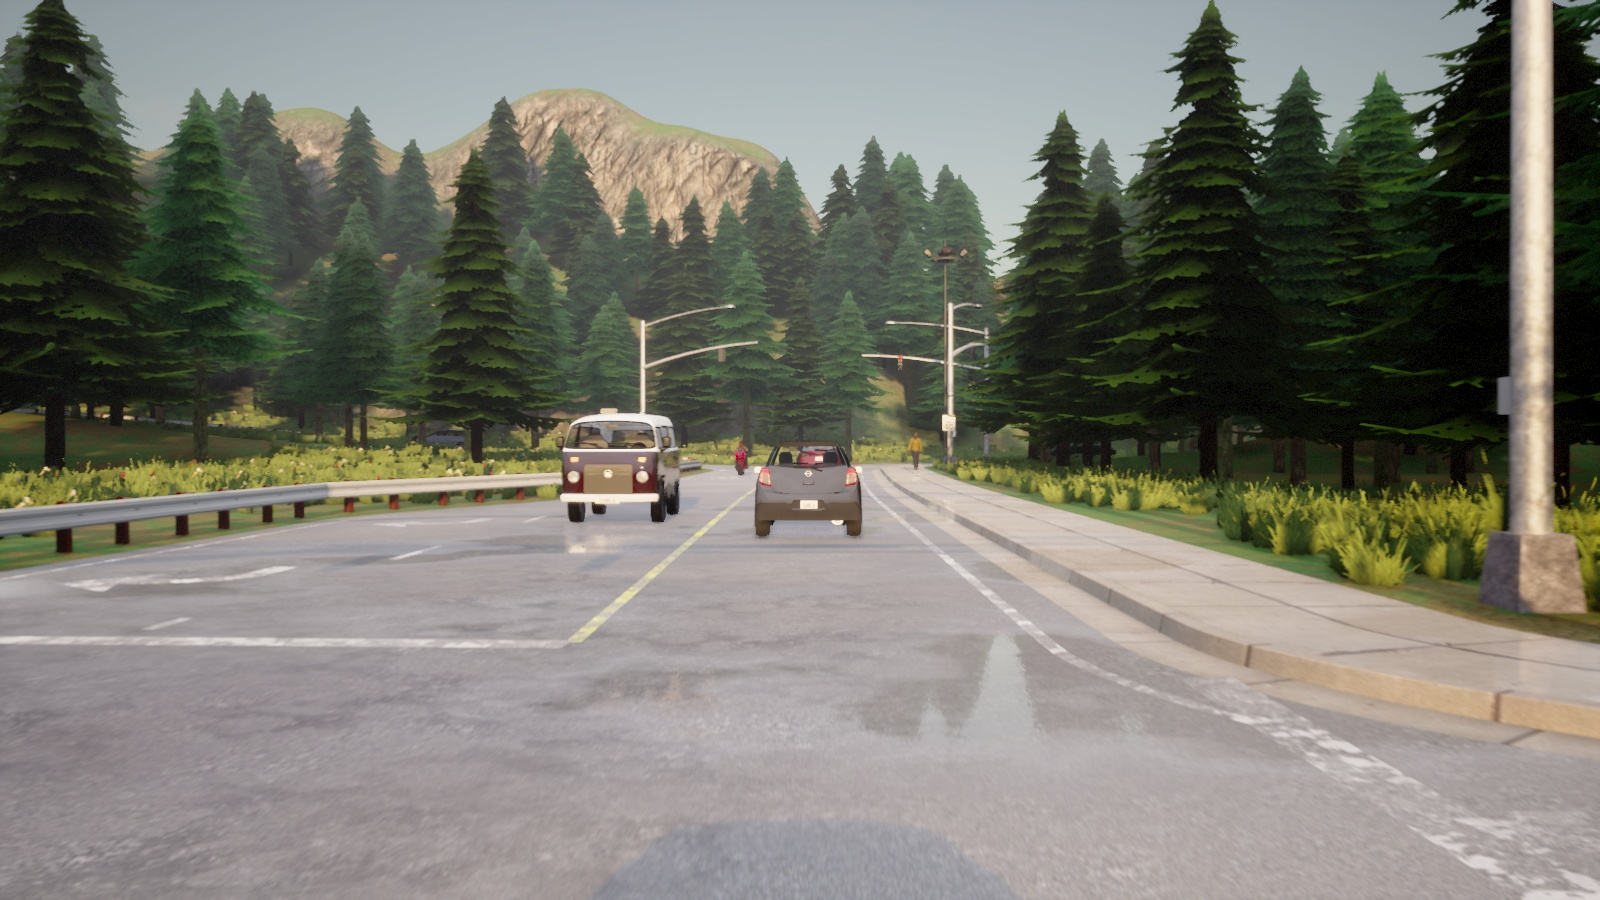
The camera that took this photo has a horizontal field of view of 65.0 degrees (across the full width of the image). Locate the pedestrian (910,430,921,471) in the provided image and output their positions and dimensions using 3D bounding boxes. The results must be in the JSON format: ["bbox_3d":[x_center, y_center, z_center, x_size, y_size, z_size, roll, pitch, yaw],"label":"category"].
[{"bbox_3d":[5.293,0.018,57.425,0.431,1.840,0.709,0,0,1],"label":"pedestrian"}]

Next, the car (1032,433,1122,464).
[{"bbox_3d":[18.687,-0.106,84.757,5.566,2.045,2.150,0,0,-18],"label":"car"}]

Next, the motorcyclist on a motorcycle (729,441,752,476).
[{"bbox_3d":[-2.557,0.357,54.445,0.797,1.523,2.044,0,0,3],"label":"motorcyclist on a motorcycle"}]

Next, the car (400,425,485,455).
[{"bbox_3d":[-23.297,-0.630,81.990,4.856,1.649,2.033,4,0,2],"label":"car"}]

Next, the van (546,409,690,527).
[{"bbox_3d":[-3.347,0.300,23.965,2.069,2.038,4.480,0,0,0],"label":"van"}]

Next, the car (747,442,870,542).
[{"bbox_3d":[0.134,0.612,20.670,1.845,1.501,3.633,0,0,0],"label":"car"}]
